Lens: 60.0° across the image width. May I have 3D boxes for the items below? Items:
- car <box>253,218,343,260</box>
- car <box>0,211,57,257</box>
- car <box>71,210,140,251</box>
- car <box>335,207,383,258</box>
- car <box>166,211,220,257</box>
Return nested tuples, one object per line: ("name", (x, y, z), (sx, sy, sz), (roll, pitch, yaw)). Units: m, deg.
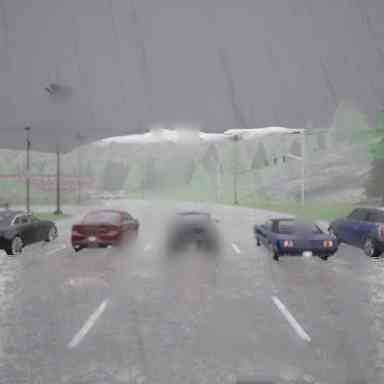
("car", (3.534, 1.601, 12.337), (1.895, 1.301, 4.718), (0, 0, 1))
("car", (-6.959, 1.492, 12.946), (2.128, 1.511, 4.902), (0, 0, 1))
("car", (-3.450, 1.477, 14.066), (1.882, 1.535, 5.008), (0, 0, 0))
("car", (7.041, 1.352, 12.861), (2.097, 1.767, 4.553), (0, 0, 1))
("car", (0.042, 1.506, 12.969), (1.837, 1.490, 4.892), (0, 0, 1))
